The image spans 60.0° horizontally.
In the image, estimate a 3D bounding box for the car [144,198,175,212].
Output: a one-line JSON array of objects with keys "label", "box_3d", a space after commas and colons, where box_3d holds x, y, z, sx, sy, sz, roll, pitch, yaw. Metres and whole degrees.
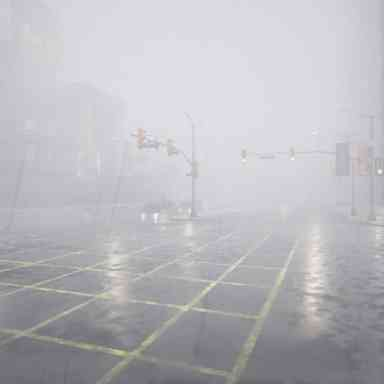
[{"label": "car", "box_3d": [-3.742, 1.477, 38.947, 1.882, 1.535, 5.008, 0, 0, 23]}]

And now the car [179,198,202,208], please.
[{"label": "car", "box_3d": [-0.155, 1.600, 48.511, 1.895, 1.301, 4.718, 0, 0, 21]}]
